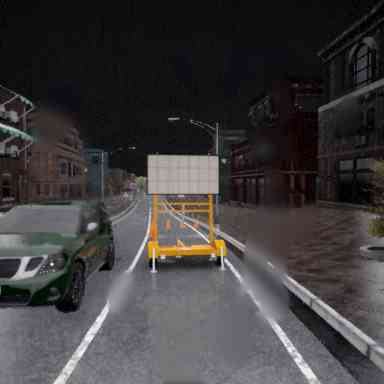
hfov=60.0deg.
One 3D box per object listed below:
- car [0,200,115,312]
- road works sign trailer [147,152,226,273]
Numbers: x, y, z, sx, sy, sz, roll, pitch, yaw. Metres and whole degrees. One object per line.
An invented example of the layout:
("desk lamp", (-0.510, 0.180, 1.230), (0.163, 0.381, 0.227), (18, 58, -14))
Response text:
("car", (-3.319, 1.238, 8.041), (2.150, 2.045, 5.566), (0, 0, -3))
("road works sign trailer", (-0.299, 0.497, 10.941), (2.380, 3.560, 2.880), (0, -1, -9))
